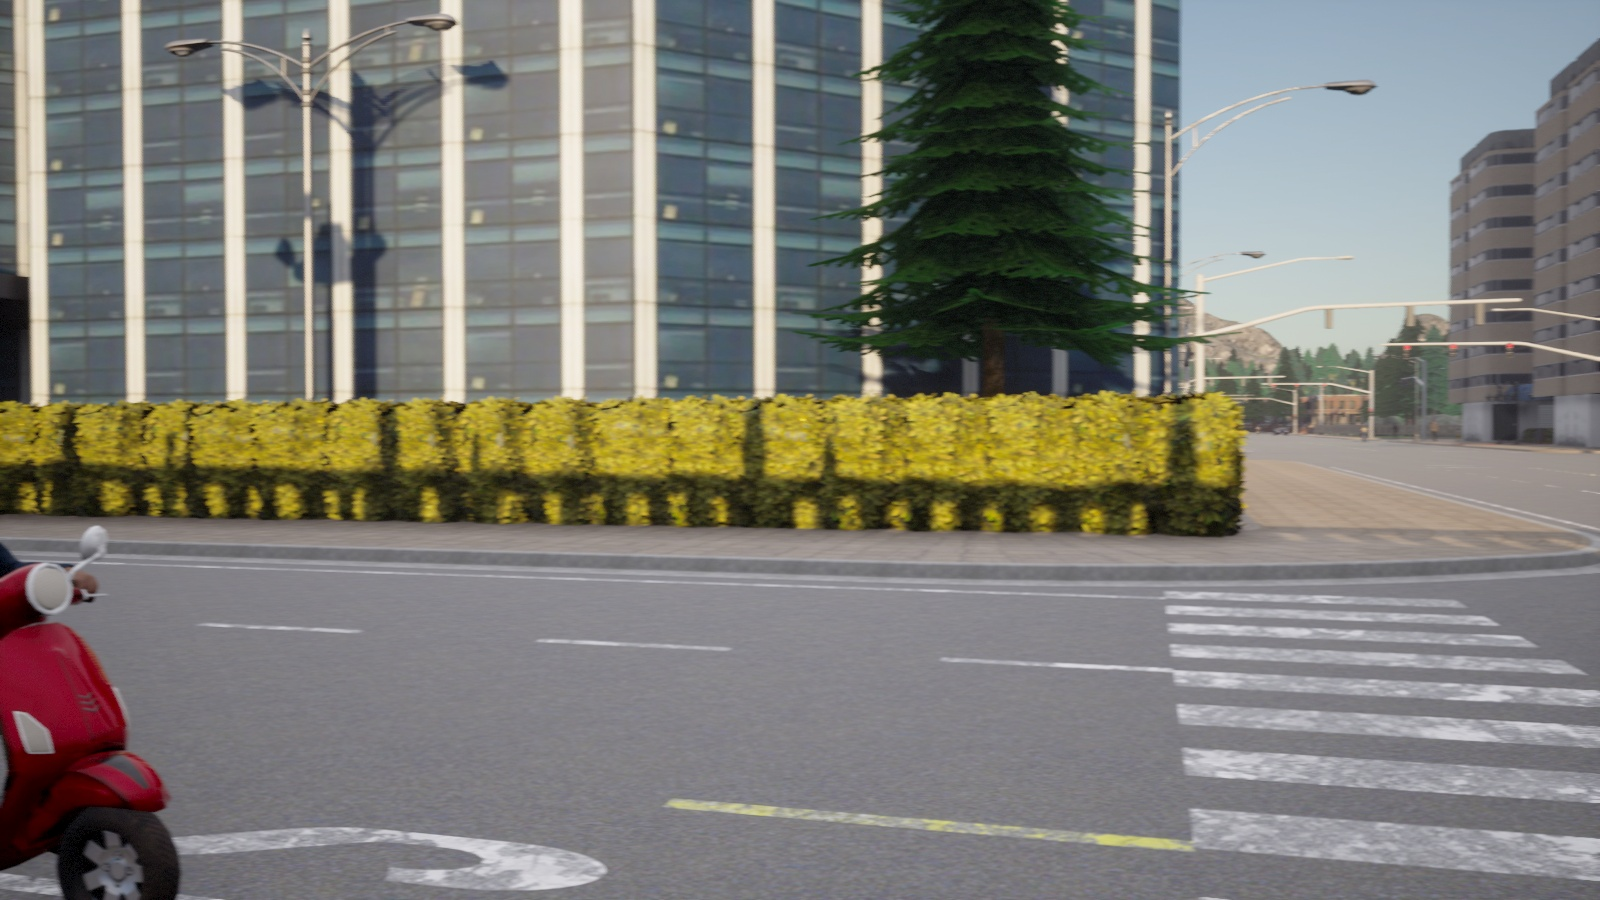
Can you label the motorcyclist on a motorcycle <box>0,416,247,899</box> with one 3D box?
[{"bbox_3d":[-2.856,0.689,4.054,1.817,1.590,0.866,1,1,15],"label":"motorcyclist on a motorcycle"}]
